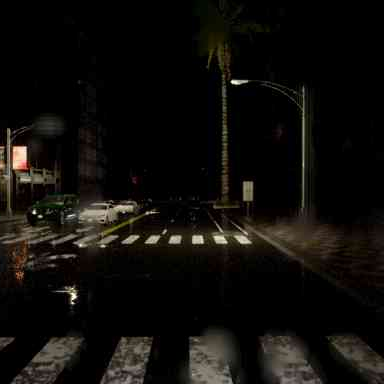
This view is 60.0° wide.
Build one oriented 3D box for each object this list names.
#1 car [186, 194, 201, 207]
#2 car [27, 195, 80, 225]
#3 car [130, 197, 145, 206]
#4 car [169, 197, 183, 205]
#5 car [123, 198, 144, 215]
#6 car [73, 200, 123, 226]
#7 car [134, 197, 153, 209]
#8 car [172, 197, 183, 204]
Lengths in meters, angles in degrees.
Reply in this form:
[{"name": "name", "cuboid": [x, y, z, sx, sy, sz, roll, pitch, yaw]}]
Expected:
[{"name": "car", "cuboid": [0.223, 1.259, 53.399, 2.150, 2.045, 5.566, 0, 0, 0]}, {"name": "car", "cuboid": [-9.750, 1.228, 24.144, 2.150, 2.045, 5.566, 0, 0, 0]}, {"name": "car", "cuboid": [-9.508, 1.583, 57.965, 1.812, 1.442, 4.674, 0, 0, 0]}, {"name": "car", "cuboid": [-2.920, 1.610, 57.693, 1.994, 1.385, 4.181, 0, 0, 1]}, {"name": "car", "cuboid": [-6.461, 1.611, 33.616, 1.895, 1.301, 4.718, 0, 0, 0]}, {"name": "car", "cuboid": [-6.501, 1.531, 23.589, 1.812, 1.442, 4.674, 0, 0, 0]}, {"name": "car", "cuboid": [-6.401, 1.569, 45.041, 2.033, 1.411, 5.357, 0, 0, 0]}, {"name": "car", "cuboid": [-2.878, 1.633, 67.651, 1.994, 1.385, 4.181, 0, 0, 0]}]
